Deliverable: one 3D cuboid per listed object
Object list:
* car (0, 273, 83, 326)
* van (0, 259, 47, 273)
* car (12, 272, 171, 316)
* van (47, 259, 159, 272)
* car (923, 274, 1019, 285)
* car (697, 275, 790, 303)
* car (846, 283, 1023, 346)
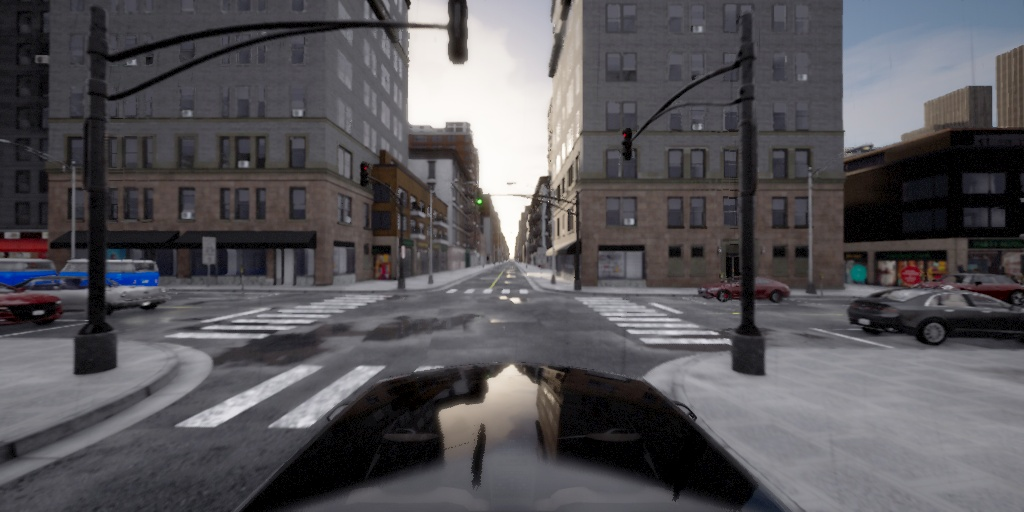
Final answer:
[{"bbox_3d":[-15.147,1.278,9.777,4.507,1.381,1.888,0,0,0],"label":"car"},{"bbox_3d":[-26.098,1.017,18.385,3.998,1.789,1.690,0,0,0],"label":"van"},{"bbox_3d":[-15.059,1.350,12.536,4.718,1.301,1.895,1,0,-2],"label":"car"},{"bbox_3d":[-20.606,1.069,18.348,3.998,1.789,1.690,0,0,0],"label":"van"},{"bbox_3d":[22.708,1.595,18.041,4.097,1.591,1.967,0,0,0],"label":"car"},{"bbox_3d":[11.648,1.626,18.117,4.207,1.307,1.802,0,0,0],"label":"car"},{"bbox_3d":[11.616,1.546,9.592,4.403,1.370,2.007,0,0,0],"label":"car"}]
